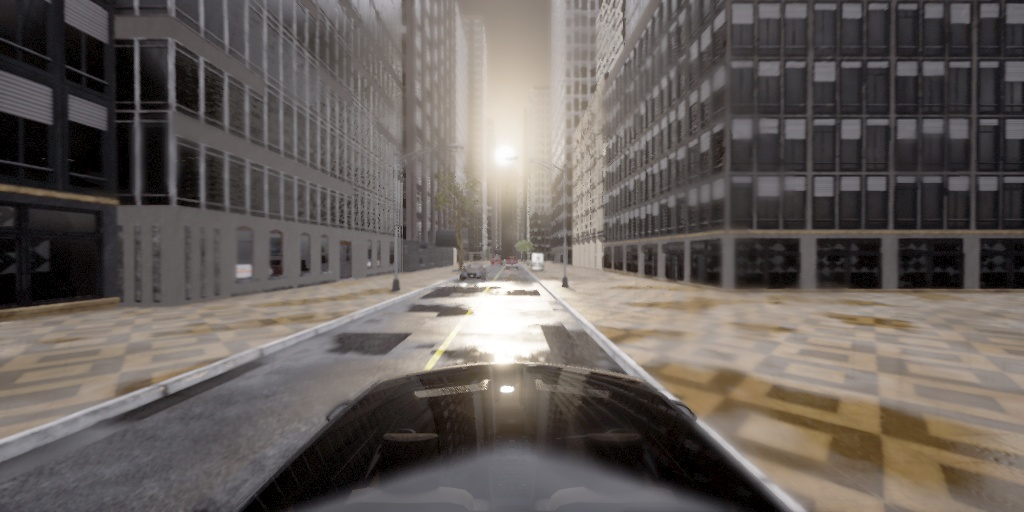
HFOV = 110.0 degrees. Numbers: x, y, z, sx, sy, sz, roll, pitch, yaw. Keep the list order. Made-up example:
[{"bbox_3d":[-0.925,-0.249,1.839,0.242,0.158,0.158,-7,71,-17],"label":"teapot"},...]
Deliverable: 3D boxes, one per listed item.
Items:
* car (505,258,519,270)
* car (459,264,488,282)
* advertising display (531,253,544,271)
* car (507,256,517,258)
[{"bbox_3d":[0.022,1.392,53.952,1.895,1.301,4.718,0,0,0],"label":"car"},{"bbox_3d":[-3.077,1.328,29.497,1.994,1.385,4.181,0,0,0],"label":"car"},{"bbox_3d":[3.148,0.803,44.097,1.540,2.440,0.280,0,0,0],"label":"advertising display"},{"bbox_3d":[0.019,1.037,64.568,2.150,2.045,5.566,0,0,0],"label":"car"}]
